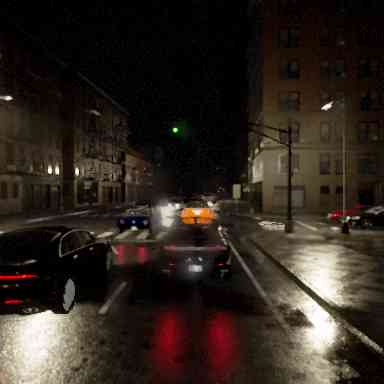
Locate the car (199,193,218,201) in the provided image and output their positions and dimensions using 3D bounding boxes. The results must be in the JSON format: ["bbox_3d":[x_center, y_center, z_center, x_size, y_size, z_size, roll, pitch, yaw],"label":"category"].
[{"bbox_3d":[2.950,1.152,58.811,2.150,2.045,5.566,0,0,6],"label":"car"}]

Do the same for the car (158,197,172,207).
[{"bbox_3d":[-4.655,1.463,48.637,1.837,1.490,4.892,0,0,5],"label":"car"}]

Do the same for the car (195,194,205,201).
[{"bbox_3d":[1.999,1.305,79.297,1.837,1.490,4.892,0,0,6],"label":"car"}]

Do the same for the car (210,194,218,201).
[{"bbox_3d":[5.228,1.329,78.931,1.812,1.442,4.674,0,0,6],"label":"car"}]

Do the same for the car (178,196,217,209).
[{"bbox_3d":[0.430,1.348,23.103,2.097,1.767,4.553,0,0,2],"label":"car"}]

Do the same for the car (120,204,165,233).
[{"bbox_3d":[-2.949,1.600,19.590,1.895,1.301,4.718,0,0,2],"label":"car"}]

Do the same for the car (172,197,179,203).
[{"bbox_3d":[-3.126,1.523,63.080,1.895,1.301,4.718,0,0,7],"label":"car"}]

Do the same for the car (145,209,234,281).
[{"bbox_3d":[0.104,1.493,9.849,2.128,1.511,4.902,0,0,1],"label":"car"}]

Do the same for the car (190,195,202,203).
[{"bbox_3d":[0.914,1.443,69.755,2.033,1.411,5.357,0,0,6],"label":"car"}]

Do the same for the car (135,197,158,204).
[{"bbox_3d":[-5.477,1.504,38.254,1.812,1.442,4.674,0,0,4],"label":"car"}]

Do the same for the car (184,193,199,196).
[{"bbox_3d":[-0.218,1.151,59.758,2.150,2.045,5.566,0,0,6],"label":"car"}]

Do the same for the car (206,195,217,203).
[{"bbox_3d":[4.113,1.382,69.124,1.882,1.535,5.008,0,0,6],"label":"car"}]

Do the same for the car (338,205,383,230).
[{"bbox_3d":[12.647,1.666,21.733,4.902,1.511,2.128,1,0,6],"label":"car"}]

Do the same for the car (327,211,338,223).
[{"bbox_3d":[12.661,1.698,25.015,4.674,1.442,1.812,1,0,6],"label":"car"}]

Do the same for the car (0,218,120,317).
[{"bbox_3d":[-3.163,1.506,7.526,1.837,1.490,4.892,0,0,0],"label":"car"}]
